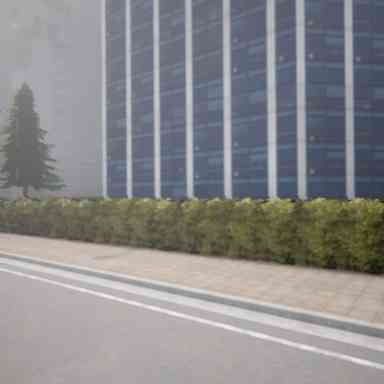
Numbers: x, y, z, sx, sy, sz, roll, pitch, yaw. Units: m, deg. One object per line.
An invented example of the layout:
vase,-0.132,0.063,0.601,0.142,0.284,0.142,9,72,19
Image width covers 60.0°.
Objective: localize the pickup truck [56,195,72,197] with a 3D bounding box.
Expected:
pickup truck,-26.700,1.718,69.759,6.274,2.098,2.390,0,0,-24
